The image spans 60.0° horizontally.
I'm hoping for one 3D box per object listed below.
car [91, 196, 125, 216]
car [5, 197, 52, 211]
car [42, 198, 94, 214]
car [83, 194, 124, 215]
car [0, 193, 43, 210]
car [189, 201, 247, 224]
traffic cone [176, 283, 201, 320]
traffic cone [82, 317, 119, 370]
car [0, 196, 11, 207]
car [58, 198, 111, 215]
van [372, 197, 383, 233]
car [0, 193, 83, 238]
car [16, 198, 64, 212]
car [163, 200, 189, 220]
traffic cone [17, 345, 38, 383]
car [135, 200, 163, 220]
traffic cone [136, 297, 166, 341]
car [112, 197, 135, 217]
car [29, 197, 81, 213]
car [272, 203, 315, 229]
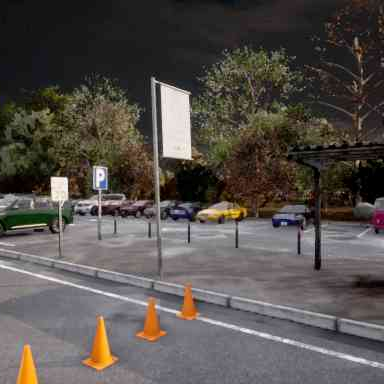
[{"bbox_3d":[-6.642,1.466,31.721,2.097,1.535,5.008,0,0,35],"label":"car"},{"bbox_3d":[-20.261,1.452,41.318,2.163,1.488,4.792,0,0,35],"label":"car"},{"bbox_3d":[-13.463,1.455,36.500,2.097,1.535,5.008,0,0,35],"label":"car"},{"bbox_3d":[-8.933,1.212,33.289,2.435,2.045,5.566,0,0,35],"label":"car"},{"bbox_3d":[-22.563,1.153,42.866,2.435,2.045,5.566,0,0,35],"label":"car"},{"bbox_3d":[2.332,1.475,25.183,1.946,1.575,5.366,0,0,35],"label":"car"},{"bbox_3d":[-0.062,1.957,6.049,0.340,0.580,0.340,0,0,36],"label":"traffic cone"},{"bbox_3d":[-1.212,1.957,4.417,0.340,0.580,0.340,0,0,35],"label":"traffic cone"},{"bbox_3d":[-29.255,1.332,47.830,1.946,1.575,5.366,1,0,35],"label":"car"},{"bbox_3d":[-11.190,1.461,34.903,2.231,1.521,4.892,0,0,35],"label":"car"},{"bbox_3d":[11.591,1.264,19.047,1.878,1.987,4.442,0,0,35],"label":"van"},{"bbox_3d":[-8.926,1.221,17.300,2.435,2.045,5.566,0,0,35],"label":"car"},{"bbox_3d":[-18.017,1.469,39.671,2.163,1.488,4.792,0,0,35],"label":"car"},{"bbox_3d":[0.185,1.504,26.954,2.163,1.488,4.792,0,0,35],"label":"car"},{"bbox_3d":[-1.787,1.957,3.600,0.340,0.580,0.340,0,0,35],"label":"traffic cone"},{"bbox_3d":[-2.099,1.473,28.531,2.231,1.521,4.892,0,0,35],"label":"car"},{"bbox_3d":[-0.637,1.957,5.233,0.340,0.580,0.340,0,0,35],"label":"traffic cone"},{"bbox_3d":[-4.371,1.469,30.126,2.097,1.535,5.008,0,0,35],"label":"car"},{"bbox_3d":[-15.626,1.444,38.252,1.946,1.575,5.366,0,0,35],"label":"car"},{"bbox_3d":[6.965,1.513,22.119,2.163,1.488,4.792,0,0,35],"label":"car"}]
